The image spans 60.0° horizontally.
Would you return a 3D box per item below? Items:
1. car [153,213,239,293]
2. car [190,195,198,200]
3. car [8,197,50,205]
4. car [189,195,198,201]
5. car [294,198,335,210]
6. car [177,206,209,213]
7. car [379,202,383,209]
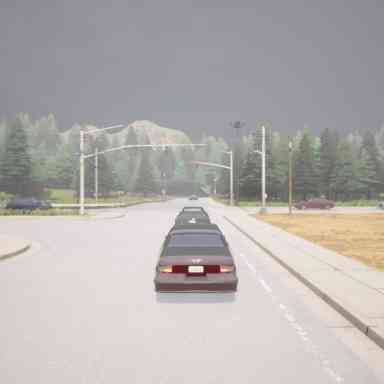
[{"bbox_3d":[0.084,1.537,8.947,2.033,1.411,5.357,0,0,0],"label":"car"},{"bbox_3d":[0.623,1.409,91.817,1.994,1.385,4.181,0,0,2],"label":"car"},{"bbox_3d":[-18.042,1.387,37.115,4.553,1.767,2.097,0,0,1],"label":"car"},{"bbox_3d":[0.257,1.468,81.837,1.895,1.301,4.718,0,0,2],"label":"car"},{"bbox_3d":[14.762,1.440,40.185,4.674,1.442,1.812,0,0,1],"label":"car"},{"bbox_3d":[0.066,1.533,19.554,1.994,1.385,4.181,0,0,1],"label":"car"},{"bbox_3d":[25.041,1.404,39.990,4.674,1.442,1.812,0,0,1],"label":"car"}]
